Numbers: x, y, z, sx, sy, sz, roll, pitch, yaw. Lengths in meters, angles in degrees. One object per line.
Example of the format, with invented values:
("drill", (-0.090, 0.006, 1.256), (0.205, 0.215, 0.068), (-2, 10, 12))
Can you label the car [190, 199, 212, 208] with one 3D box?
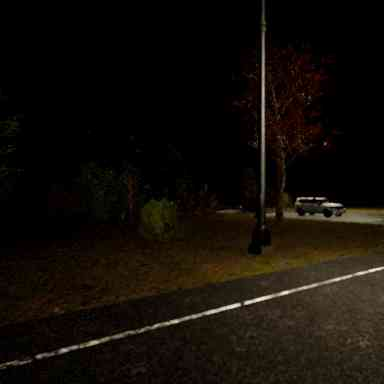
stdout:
("car", (1.662, 2.196, 63.101), (1.837, 1.490, 4.892), (-1, 0, -31))

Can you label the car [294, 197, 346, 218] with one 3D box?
("car", (13.742, 1.623, 36.117), (2.150, 2.045, 5.566), (-1, 0, -33))

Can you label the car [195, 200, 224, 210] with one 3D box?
("car", (3.124, 2.138, 53.758), (1.882, 1.535, 5.008), (-1, 0, -31))

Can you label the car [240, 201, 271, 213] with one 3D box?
("car", (8.505, 2.035, 44.836), (1.837, 1.490, 4.892), (-1, 0, -31))
